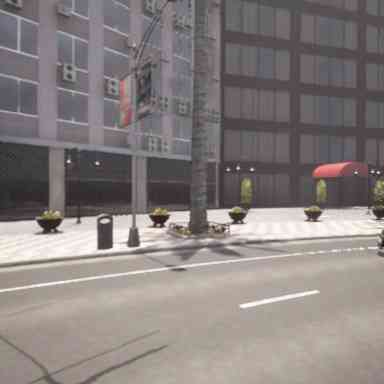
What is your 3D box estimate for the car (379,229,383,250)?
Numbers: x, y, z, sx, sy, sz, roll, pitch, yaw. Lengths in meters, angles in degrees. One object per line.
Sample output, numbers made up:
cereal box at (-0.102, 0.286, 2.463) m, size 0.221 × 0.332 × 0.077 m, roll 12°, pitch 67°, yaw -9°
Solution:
car at (6.590, 1.485, 7.070) m, size 4.892 × 1.490 × 1.837 m, roll 0°, pitch 0°, yaw -22°
